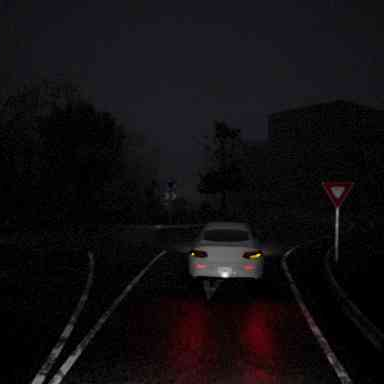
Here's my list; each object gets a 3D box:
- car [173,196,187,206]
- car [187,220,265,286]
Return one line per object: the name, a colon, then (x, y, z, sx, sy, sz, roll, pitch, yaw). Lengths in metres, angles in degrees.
car: (-1.917, 1.340, 51.877, 1.882, 1.535, 5.008, 0, 0, -10)
car: (0.971, 1.518, 9.353, 1.812, 1.442, 4.674, 0, 0, 7)
